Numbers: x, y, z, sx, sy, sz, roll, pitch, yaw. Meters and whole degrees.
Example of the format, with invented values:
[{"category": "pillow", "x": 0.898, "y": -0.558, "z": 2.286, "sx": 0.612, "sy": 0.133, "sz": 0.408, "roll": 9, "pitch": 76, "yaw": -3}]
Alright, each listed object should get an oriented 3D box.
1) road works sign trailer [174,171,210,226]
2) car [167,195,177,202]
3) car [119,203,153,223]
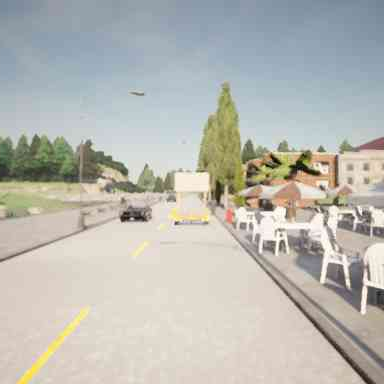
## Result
[{"category": "road works sign trailer", "x": -0.007, "y": 0.392, "z": 22.512, "sx": 2.380, "sy": 3.560, "sz": 2.880, "roll": 0, "pitch": 0, "yaw": 0}, {"category": "car", "x": -4.032, "y": 1.288, "z": 66.531, "sx": 1.837, "sy": 1.490, "sz": 4.892, "roll": 0, "pitch": 0, "yaw": 0}, {"category": "car", "x": -4.108, "y": 1.520, "z": 24.904, "sx": 1.895, "sy": 1.301, "sz": 4.718, "roll": 0, "pitch": 0, "yaw": 0}]
